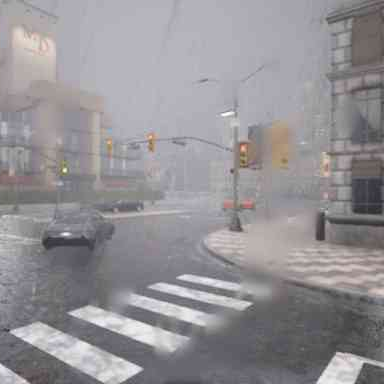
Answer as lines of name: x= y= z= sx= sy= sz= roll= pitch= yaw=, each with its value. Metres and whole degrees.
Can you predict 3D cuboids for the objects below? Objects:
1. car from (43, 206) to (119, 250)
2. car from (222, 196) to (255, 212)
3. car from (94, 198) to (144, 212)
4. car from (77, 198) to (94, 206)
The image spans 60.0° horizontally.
car: x=-4.642 y=1.509 z=14.161 sx=1.994 sy=1.385 sz=4.181 roll=0 pitch=0 yaw=-1
car: x=5.283 y=1.227 z=36.933 sx=2.097 sy=1.767 sz=4.553 roll=0 pitch=0 yaw=37
car: x=-7.113 y=1.351 z=33.961 sx=1.882 sy=1.535 sz=5.008 roll=0 pitch=0 yaw=37
car: x=-10.039 y=1.355 z=35.885 sx=2.128 sy=1.511 sz=4.902 roll=0 pitch=0 yaw=37
